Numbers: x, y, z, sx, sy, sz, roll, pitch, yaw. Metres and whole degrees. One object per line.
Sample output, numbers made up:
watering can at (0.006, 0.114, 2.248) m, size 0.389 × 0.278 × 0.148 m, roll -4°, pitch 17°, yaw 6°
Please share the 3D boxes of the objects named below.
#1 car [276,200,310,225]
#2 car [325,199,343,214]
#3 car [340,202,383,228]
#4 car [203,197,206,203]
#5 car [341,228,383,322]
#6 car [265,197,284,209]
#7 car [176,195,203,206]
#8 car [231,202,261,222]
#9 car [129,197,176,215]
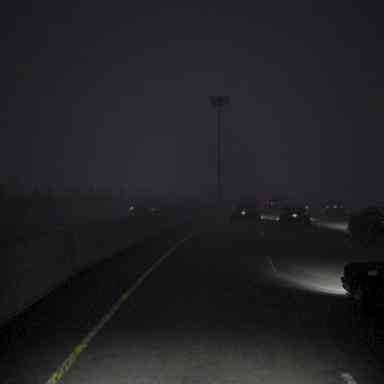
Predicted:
car at (7.168, 1.487, 23.352) m, size 1.994 × 1.385 × 4.181 m, roll 0°, pitch 0°, yaw 16°
car at (14.294, 1.447, 33.224) m, size 2.033 × 1.411 × 5.357 m, roll 0°, pitch 0°, yaw 23°
car at (8.884, 1.449, 15.716) m, size 2.128 × 1.511 × 4.902 m, roll 0°, pitch 0°, yaw 11°
car at (0.414, 1.268, 52.523) m, size 1.882 × 1.535 × 5.008 m, roll 0°, pitch 0°, yaw 30°
car at (3.813, 1.538, 4.342) m, size 2.033 × 1.411 × 5.357 m, roll 0°, pitch 0°, yaw 4°
car at (10.453, 1.362, 41.241) m, size 2.163 × 1.488 × 4.792 m, roll 0°, pitch 0°, yaw 27°
car at (-0.687, 1.333, 42.817) m, size 1.837 × 1.490 × 4.892 m, roll 0°, pitch 0°, yaw 26°
car at (4.258, 1.471, 25.850) m, size 1.994 × 1.385 × 4.181 m, roll 0°, pitch 0°, yaw 16°
car at (-3.168, 1.240, 26.034) m, size 2.097 × 1.767 × 4.553 m, roll 0°, pitch 0°, yaw 16°
